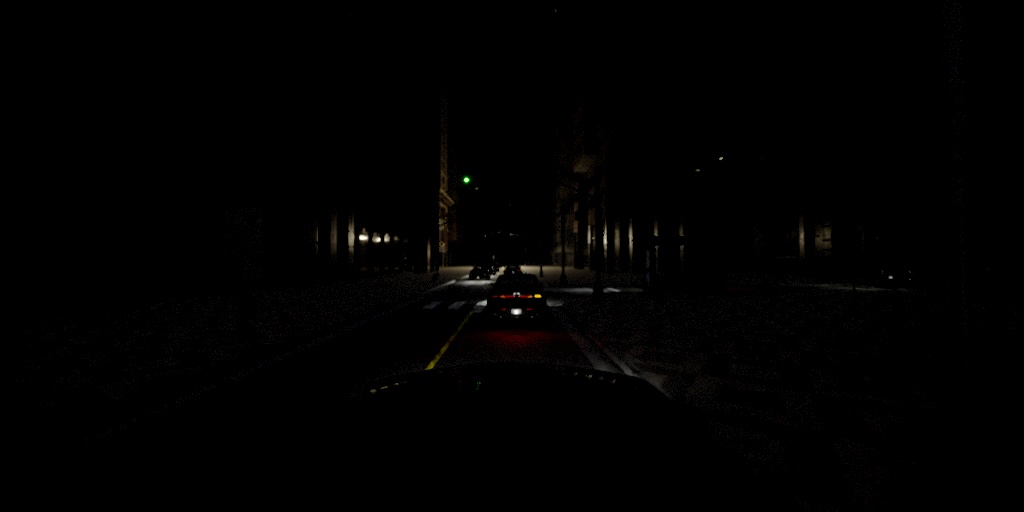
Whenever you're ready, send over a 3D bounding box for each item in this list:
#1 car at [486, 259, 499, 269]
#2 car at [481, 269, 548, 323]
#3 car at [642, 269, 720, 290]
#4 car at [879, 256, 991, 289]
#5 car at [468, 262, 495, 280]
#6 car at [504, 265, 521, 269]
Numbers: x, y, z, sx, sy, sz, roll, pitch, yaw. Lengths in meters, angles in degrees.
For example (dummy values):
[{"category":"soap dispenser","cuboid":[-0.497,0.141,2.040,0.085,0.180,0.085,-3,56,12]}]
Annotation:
[{"category":"car","cuboid":[-3.118,1.510,45.357,2.097,1.767,4.553,0,-1,0]},{"category":"car","cuboid":[0.220,1.357,12.614,1.837,1.490,4.892,0,-1,2]},{"category":"car","cuboid":[11.018,1.497,23.303,4.718,1.301,1.895,0,-1,0]},{"category":"car","cuboid":[27.397,1.016,23.337,5.566,2.045,2.150,0,-1,0]},{"category":"car","cuboid":[-3.119,1.614,35.538,2.033,1.411,5.357,0,-1,0]},{"category":"car","cuboid":[0.075,1.666,39.334,1.994,1.385,4.181,0,-1,0]}]
